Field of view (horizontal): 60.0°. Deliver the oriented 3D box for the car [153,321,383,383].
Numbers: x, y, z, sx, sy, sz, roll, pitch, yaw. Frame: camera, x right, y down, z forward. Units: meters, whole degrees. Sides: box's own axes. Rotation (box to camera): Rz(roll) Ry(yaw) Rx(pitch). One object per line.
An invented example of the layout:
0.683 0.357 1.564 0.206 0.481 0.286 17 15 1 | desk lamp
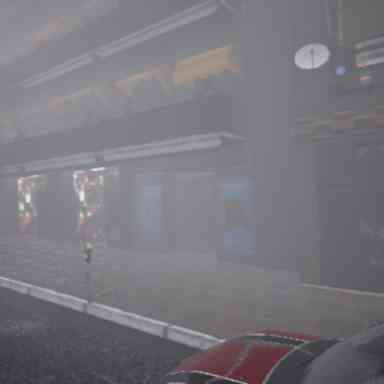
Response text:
1.429 1.438 1.738 4.097 1.590 1.967 -1 -2 35 | car
